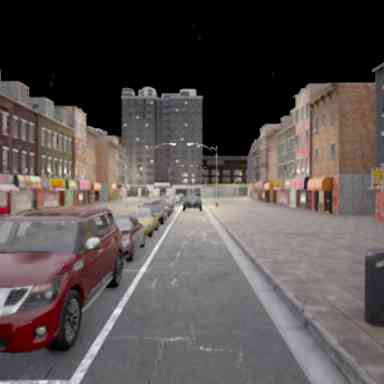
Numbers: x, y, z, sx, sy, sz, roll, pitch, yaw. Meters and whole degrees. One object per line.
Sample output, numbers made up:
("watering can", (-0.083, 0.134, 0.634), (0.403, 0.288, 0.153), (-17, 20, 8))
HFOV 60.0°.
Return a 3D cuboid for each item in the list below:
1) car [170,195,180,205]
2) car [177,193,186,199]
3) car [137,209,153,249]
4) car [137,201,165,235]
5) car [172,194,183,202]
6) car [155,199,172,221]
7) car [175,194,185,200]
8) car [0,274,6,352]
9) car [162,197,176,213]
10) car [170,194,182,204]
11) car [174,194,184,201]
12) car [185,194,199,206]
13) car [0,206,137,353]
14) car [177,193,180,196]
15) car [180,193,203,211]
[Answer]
("car", (-2.617, 1.308, 33.573), (2.008, 1.369, 4.403), (0, 0, 0))
("car", (-2.583, 0.972, 82.641), (1.947, 1.339, 4.313), (0, 0, 0))
("car", (-2.632, 1.495, 11.766), (1.802, 1.307, 4.206), (0, 0, 0))
("car", (-2.628, 1.400, 17.047), (1.752, 1.417, 4.829), (0, 0, 0))
("car", (-2.598, 1.129, 60.834), (1.947, 1.339, 4.313), (0, 0, 0))
("car", (-2.624, 1.401, 22.669), (1.947, 1.339, 4.313), (0, 0, 0))
("car", (-2.590, 1.050, 71.737), (1.947, 1.339, 4.313), (0, 0, 0))
("car", (-2.639, 1.519, 0.692), (1.752, 1.417, 4.829), (0, 0, 0))
("car", (-2.620, 1.362, 28.121), (1.947, 1.339, 4.313), (0, 0, 0))
("car", (-2.602, 1.128, 55.211), (1.752, 1.417, 4.829), (0, 0, 0))
("car", (-2.594, 1.106, 66.285), (1.802, 1.307, 4.206), (0, 0, 0))
("car", (0.069, 1.130, 48.324), (1.882, 1.535, 5.008), (0, 0, 1))
("car", (-2.636, 1.268, 6.312), (2.192, 1.841, 5.009), (0, 0, 0))
("car", (-2.605, 1.191, 49.929), (2.008, 1.369, 4.403), (0, 0, 0))
("car", (0.069, 1.090, 36.147), (2.097, 1.767, 4.553), (0, 0, 0))
